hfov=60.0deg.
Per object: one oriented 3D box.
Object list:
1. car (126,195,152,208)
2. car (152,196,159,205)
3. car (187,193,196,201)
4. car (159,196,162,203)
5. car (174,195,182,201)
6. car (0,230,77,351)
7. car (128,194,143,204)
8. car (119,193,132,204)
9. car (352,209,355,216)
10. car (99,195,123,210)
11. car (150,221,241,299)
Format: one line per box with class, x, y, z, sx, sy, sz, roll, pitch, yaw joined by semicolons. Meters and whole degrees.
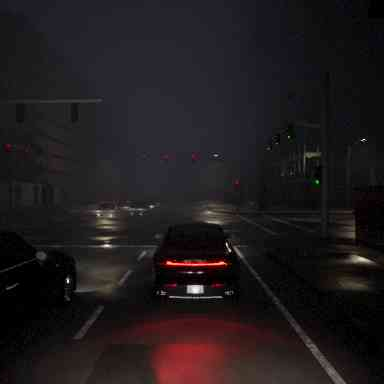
car;-7.491;1.547;47.471;2.033;1.411;5.357;0;0;0
car;-7.406;1.478;57.450;1.882;1.535;5.008;0;0;1
car;-0.034;1.225;84.437;2.150;2.045;5.566;0;0;1
car;-7.220;1.547;67.893;2.033;1.411;5.357;0;0;1
car;-3.536;1.553;84.211;1.994;1.385;4.181;0;0;1
car;-3.447;1.352;5.095;2.097;1.767;4.553;0;0;0
car;-10.803;1.352;63.857;2.097;1.767;4.553;0;0;1
car;-10.949;1.221;54.108;2.150;2.045;5.566;0;0;1
car;15.966;1.656;27.649;4.718;1.301;1.895;0;0;0
car;-10.978;1.478;44.288;1.882;1.535;5.008;0;0;0
car;0.079;1.505;8.419;1.837;1.490;4.892;0;0;0
